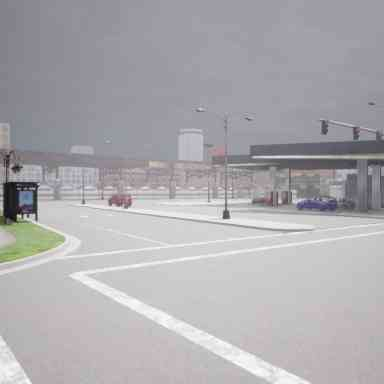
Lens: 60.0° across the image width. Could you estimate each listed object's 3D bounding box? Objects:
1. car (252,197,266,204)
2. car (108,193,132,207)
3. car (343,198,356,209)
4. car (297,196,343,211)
[{"bbox_3d":[12.608,1.601,61.370,1.895,1.301,4.718,0,0,29],"label":"car"},{"bbox_3d":[-11.263,1.221,52.035,2.150,2.045,5.566,0,0,-35],"label":"car"},{"bbox_3d":[18.580,1.456,42.226,1.970,1.475,3.806,0,0,-35],"label":"car"},{"bbox_3d":[14.306,1.295,38.312,2.242,1.667,4.611,0,0,-35],"label":"car"}]
